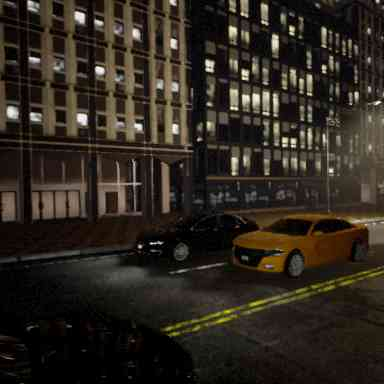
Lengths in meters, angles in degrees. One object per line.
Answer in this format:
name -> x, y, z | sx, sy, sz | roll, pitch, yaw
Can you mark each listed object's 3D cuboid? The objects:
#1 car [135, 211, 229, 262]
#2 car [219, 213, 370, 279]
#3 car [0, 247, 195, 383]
car -> 0.338, 1.465, 11.904 | 4.892, 1.490, 1.837 | 0, 0, -35
car -> 3.415, 1.430, 10.105 | 5.008, 1.535, 1.882 | 0, 0, -35
car -> -2.232, 1.483, 1.851 | 5.008, 1.535, 1.882 | -1, 0, -35
